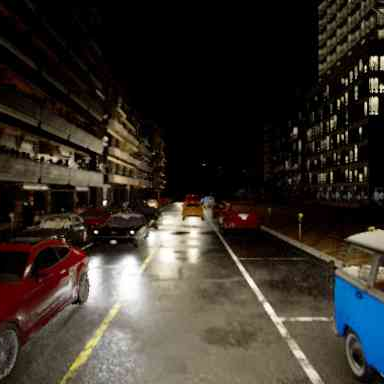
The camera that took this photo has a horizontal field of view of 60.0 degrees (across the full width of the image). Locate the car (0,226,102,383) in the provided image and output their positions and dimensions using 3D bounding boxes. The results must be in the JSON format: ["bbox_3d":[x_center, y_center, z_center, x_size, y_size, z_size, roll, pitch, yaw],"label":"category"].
[{"bbox_3d":[-3.103,1.556,5.512,1.812,1.442,4.674,0,0,0],"label":"car"}]

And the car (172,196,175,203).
[{"bbox_3d":[-5.695,2.034,80.113,1.752,1.417,4.829,0,0,0],"label":"car"}]

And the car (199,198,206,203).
[{"bbox_3d":[2.685,2.132,85.808,1.802,1.307,4.206,0,0,0],"label":"car"}]

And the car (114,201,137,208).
[{"bbox_3d":[-5.695,1.584,25.018,1.967,1.590,4.097,0,0,0],"label":"car"}]

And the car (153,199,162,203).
[{"bbox_3d":[-5.694,1.804,46.954,1.752,1.417,4.829,0,0,0],"label":"car"}]

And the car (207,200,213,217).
[{"bbox_3d":[2.685,1.722,30.544,1.887,1.381,4.507,0,0,0],"label":"car"}]

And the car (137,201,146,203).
[{"bbox_3d":[-5.695,1.759,30.544,1.802,1.307,4.206,0,0,0],"label":"car"}]

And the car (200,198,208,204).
[{"bbox_3d":[2.685,1.997,74.926,1.752,1.417,4.829,0,0,0],"label":"car"}]

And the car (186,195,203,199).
[{"bbox_3d":[0.070,1.492,45.690,2.150,2.045,5.566,0,-1,1],"label":"car"}]

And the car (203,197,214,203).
[{"bbox_3d":[2.686,1.807,47.293,1.752,1.417,4.829,0,0,0],"label":"car"}]

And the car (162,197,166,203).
[{"bbox_3d":[-5.694,1.861,52.649,1.887,1.381,4.507,0,0,0],"label":"car"}]

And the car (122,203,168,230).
[{"bbox_3d":[-3.000,1.676,22.540,2.033,1.411,5.357,0,0,0],"label":"car"}]

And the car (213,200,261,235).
[{"bbox_3d":[2.684,1.426,19.491,2.192,1.841,5.009,0,0,0],"label":"car"}]

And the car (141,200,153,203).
[{"bbox_3d":[-5.695,1.651,36.071,1.967,1.590,4.097,0,0,0],"label":"car"}]

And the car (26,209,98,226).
[{"bbox_3d":[-5.694,1.629,13.964,2.008,1.369,4.403,0,0,0],"label":"car"}]

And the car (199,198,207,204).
[{"bbox_3d":[2.686,2.092,80.282,1.802,1.307,4.206,0,0,0],"label":"car"}]

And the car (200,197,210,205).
[{"bbox_3d":[2.685,1.871,69.229,1.967,1.590,4.097,0,0,0],"label":"car"}]

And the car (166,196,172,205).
[{"bbox_3d":[-5.695,1.975,69.229,1.887,1.381,4.507,0,0,0],"label":"car"}]

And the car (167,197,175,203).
[{"bbox_3d":[-5.694,2.142,91.336,2.008,1.369,4.403,0,0,0],"label":"car"}]

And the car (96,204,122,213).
[{"bbox_3d":[-5.695,1.655,19.490,1.887,1.381,4.507,0,0,0],"label":"car"}]

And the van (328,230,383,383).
[{"bbox_3d":[2.684,1.357,2.912,1.690,1.788,3.998,0,0,0],"label":"van"}]

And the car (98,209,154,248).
[{"bbox_3d":[-3.092,1.687,15.358,1.895,1.301,4.718,0,0,0],"label":"car"}]

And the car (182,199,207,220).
[{"bbox_3d":[0.097,1.653,30.242,1.882,1.535,5.008,0,0,0],"label":"car"}]
